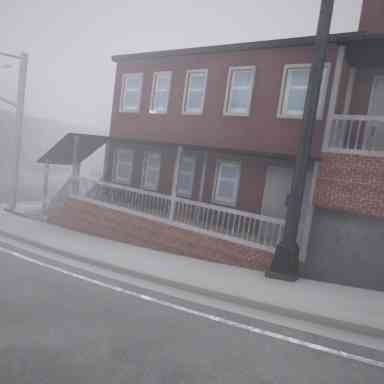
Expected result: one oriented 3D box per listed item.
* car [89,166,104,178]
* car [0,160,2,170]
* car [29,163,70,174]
[{"bbox_3d":[-11.014,-2.623,43.184,2.097,1.767,4.553,11,7,35],"label":"car"},{"bbox_3d":[-20.348,-2.757,30.156,2.150,2.045,5.566,11,7,34],"label":"car"},{"bbox_3d":[-17.243,-3.051,40.488,2.128,1.511,4.902,11,7,35],"label":"car"}]
